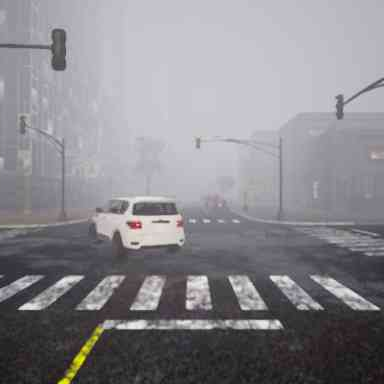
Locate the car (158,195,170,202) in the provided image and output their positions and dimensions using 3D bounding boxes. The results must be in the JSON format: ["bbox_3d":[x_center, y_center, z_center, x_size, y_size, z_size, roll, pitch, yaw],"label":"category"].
[{"bbox_3d":[-5.658,1.357,68.014,1.947,1.339,4.313,1,0,0],"label":"car"}]

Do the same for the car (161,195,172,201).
[{"bbox_3d":[-5.657,1.339,73.688,1.947,1.339,4.313,1,0,0],"label":"car"}]

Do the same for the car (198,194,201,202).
[{"bbox_3d":[2.726,1.105,68.050,2.192,1.841,5.009,1,0,0],"label":"car"}]

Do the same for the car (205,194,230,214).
[{"bbox_3d":[2.714,1.337,34.006,1.967,1.590,4.097,1,0,0],"label":"car"}]

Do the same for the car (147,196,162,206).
[{"bbox_3d":[-5.662,1.370,50.822,1.752,1.417,4.829,1,0,0],"label":"car"}]

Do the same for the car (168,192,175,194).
[{"bbox_3d":[-3.057,1.188,53.334,2.097,1.767,4.553,0,0,0],"label":"car"}]

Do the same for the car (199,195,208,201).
[{"bbox_3d":[2.725,1.321,79.399,1.947,1.339,4.313,1,0,0],"label":"car"}]

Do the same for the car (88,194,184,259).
[{"bbox_3d":[-2.325,1.184,12.869,2.150,2.045,5.566,1,0,-29],"label":"car"}]

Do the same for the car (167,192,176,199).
[{"bbox_3d":[-5.647,1.034,90.709,2.192,1.841,5.009,1,0,0],"label":"car"}]

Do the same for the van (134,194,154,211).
[{"bbox_3d":[-5.662,1.221,39.644,1.690,1.788,3.998,1,0,0],"label":"van"}]

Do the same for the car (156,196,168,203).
[{"bbox_3d":[-5.660,1.391,62.340,1.802,1.307,4.206,1,0,0],"label":"car"}]

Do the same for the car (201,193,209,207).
[{"bbox_3d":[2.720,1.176,45.354,2.192,1.841,5.009,1,0,0],"label":"car"}]

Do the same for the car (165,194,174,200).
[{"bbox_3d":[-5.653,1.288,85.036,2.008,1.369,4.403,1,0,0],"label":"car"}]

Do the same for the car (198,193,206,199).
[{"bbox_3d":[2.730,1.159,90.746,1.967,1.590,4.097,1,0,0],"label":"car"}]

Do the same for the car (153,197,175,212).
[{"bbox_3d":[-3.085,1.377,37.581,2.128,1.511,4.902,0,0,0],"label":"car"}]
